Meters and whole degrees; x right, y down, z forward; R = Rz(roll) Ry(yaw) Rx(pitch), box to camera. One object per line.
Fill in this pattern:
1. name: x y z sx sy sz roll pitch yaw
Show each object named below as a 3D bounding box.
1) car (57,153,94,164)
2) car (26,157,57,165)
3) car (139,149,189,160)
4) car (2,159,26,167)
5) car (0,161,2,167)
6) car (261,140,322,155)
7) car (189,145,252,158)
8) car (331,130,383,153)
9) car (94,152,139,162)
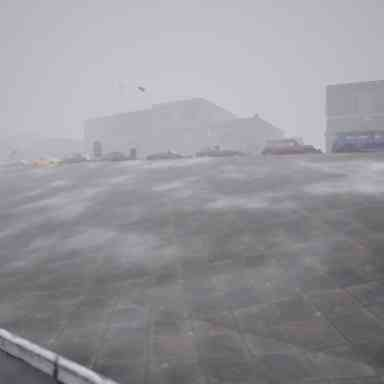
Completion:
1. car: -12.008 -3.492 36.270 4.553 1.767 2.185 1 0 31
2. car: -16.763 -3.415 39.084 5.008 1.535 2.097 1 0 32
3. car: -2.147 -3.229 30.865 4.674 1.452 2.002 1 0 28
4. car: -21.476 -3.424 42.012 4.674 1.452 2.002 1 0 33
5. car: -26.125 -3.507 45.039 4.892 1.521 2.231 0 0 34
6. car: 7.768 -3.275 25.968 4.553 1.767 2.185 1 0 26
7. car: 2.687 -3.219 28.408 4.892 1.521 2.231 1 0 27
8. car: 12.870 -3.310 23.631 5.566 2.045 2.435 1 1 25
9. car: -7.012 -3.287 33.471 4.792 1.488 2.163 1 0 29
